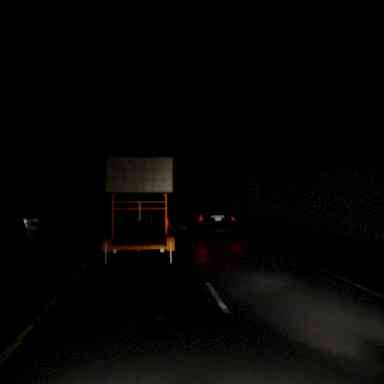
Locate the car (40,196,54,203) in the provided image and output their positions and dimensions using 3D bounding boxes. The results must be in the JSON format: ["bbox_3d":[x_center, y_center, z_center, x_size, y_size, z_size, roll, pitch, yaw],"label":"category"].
[{"bbox_3d":[-29.814,1.543,68.311,1.895,1.301,4.718,0,0,-33],"label":"car"}]

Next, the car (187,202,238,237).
[{"bbox_3d":[0.968,1.345,18.108,2.097,1.767,4.553,0,0,-7],"label":"car"}]

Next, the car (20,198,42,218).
[{"bbox_3d":[-14.925,1.480,29.625,2.128,1.511,4.902,0,0,-8],"label":"car"}]

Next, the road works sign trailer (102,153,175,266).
[{"bbox_3d":[-1.830,0.460,11.670,2.380,3.560,2.880,0,0,-7],"label":"road works sign trailer"}]
